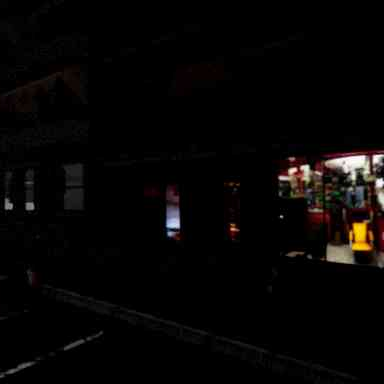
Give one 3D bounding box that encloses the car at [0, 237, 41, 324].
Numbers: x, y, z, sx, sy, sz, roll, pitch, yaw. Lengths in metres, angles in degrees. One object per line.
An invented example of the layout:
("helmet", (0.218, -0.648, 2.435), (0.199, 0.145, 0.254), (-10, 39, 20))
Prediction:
("car", (-4.563, 1.412, 5.959), (4.097, 1.590, 1.967), (0, -1, 36))
